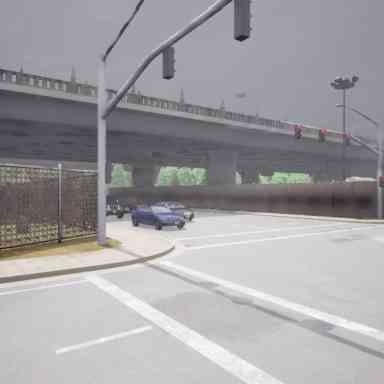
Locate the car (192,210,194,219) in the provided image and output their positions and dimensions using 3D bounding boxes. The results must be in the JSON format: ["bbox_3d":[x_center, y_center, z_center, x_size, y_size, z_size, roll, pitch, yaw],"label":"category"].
[{"bbox_3d":[-1.729,1.547,26.817,2.128,1.511,4.902,0,0,-36],"label":"car"}]

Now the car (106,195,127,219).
[{"bbox_3d":[-7.988,1.277,29.557,2.150,2.045,5.566,0,0,-36],"label":"car"}]

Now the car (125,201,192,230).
[{"bbox_3d":[-2.330,1.581,21.677,1.812,1.442,4.674,0,0,-38],"label":"car"}]

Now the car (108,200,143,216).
[{"bbox_3d":[-6.903,1.619,34.068,1.994,1.385,4.181,0,0,-36],"label":"car"}]
